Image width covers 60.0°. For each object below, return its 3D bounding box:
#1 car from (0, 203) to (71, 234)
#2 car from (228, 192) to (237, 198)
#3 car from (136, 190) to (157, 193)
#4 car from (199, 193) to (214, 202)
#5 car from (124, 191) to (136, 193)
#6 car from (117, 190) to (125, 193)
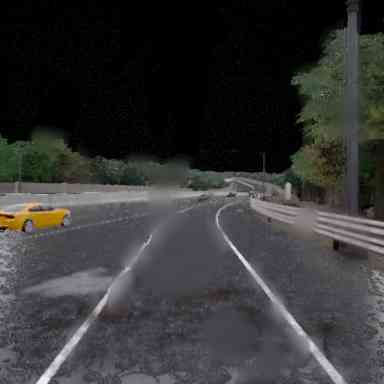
[{"bbox_3d":[-8.971,1.365,18.904,1.882,1.535,5.008,1,1,16],"label":"car"},{"bbox_3d":[10.820,0.748,88.738,1.837,1.490,4.892,1,1,16],"label":"car"},{"bbox_3d":[-11.753,0.607,86.101,2.128,1.511,4.902,1,1,16],"label":"car"},{"bbox_3d":[2.616,0.945,59.784,1.837,1.490,4.892,1,1,16],"label":"car"},{"bbox_3d":[-15.119,0.545,87.054,1.837,1.490,4.892,1,1,16],"label":"car"},{"bbox_3d":[-18.477,0.363,88.036,2.097,1.767,4.553,1,1,16],"label":"car"}]
